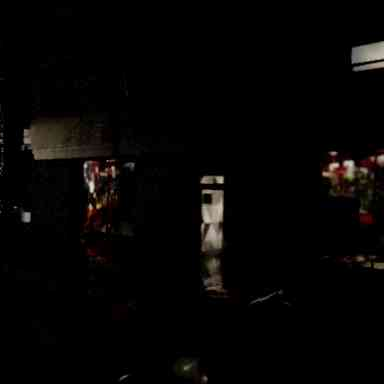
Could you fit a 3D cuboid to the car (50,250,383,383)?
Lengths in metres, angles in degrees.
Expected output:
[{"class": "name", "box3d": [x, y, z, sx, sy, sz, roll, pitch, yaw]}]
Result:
[{"class": "car", "box3d": [1.287, 1.315, 1.939, 5.009, 1.841, 2.192, 1, 1, 36]}]
